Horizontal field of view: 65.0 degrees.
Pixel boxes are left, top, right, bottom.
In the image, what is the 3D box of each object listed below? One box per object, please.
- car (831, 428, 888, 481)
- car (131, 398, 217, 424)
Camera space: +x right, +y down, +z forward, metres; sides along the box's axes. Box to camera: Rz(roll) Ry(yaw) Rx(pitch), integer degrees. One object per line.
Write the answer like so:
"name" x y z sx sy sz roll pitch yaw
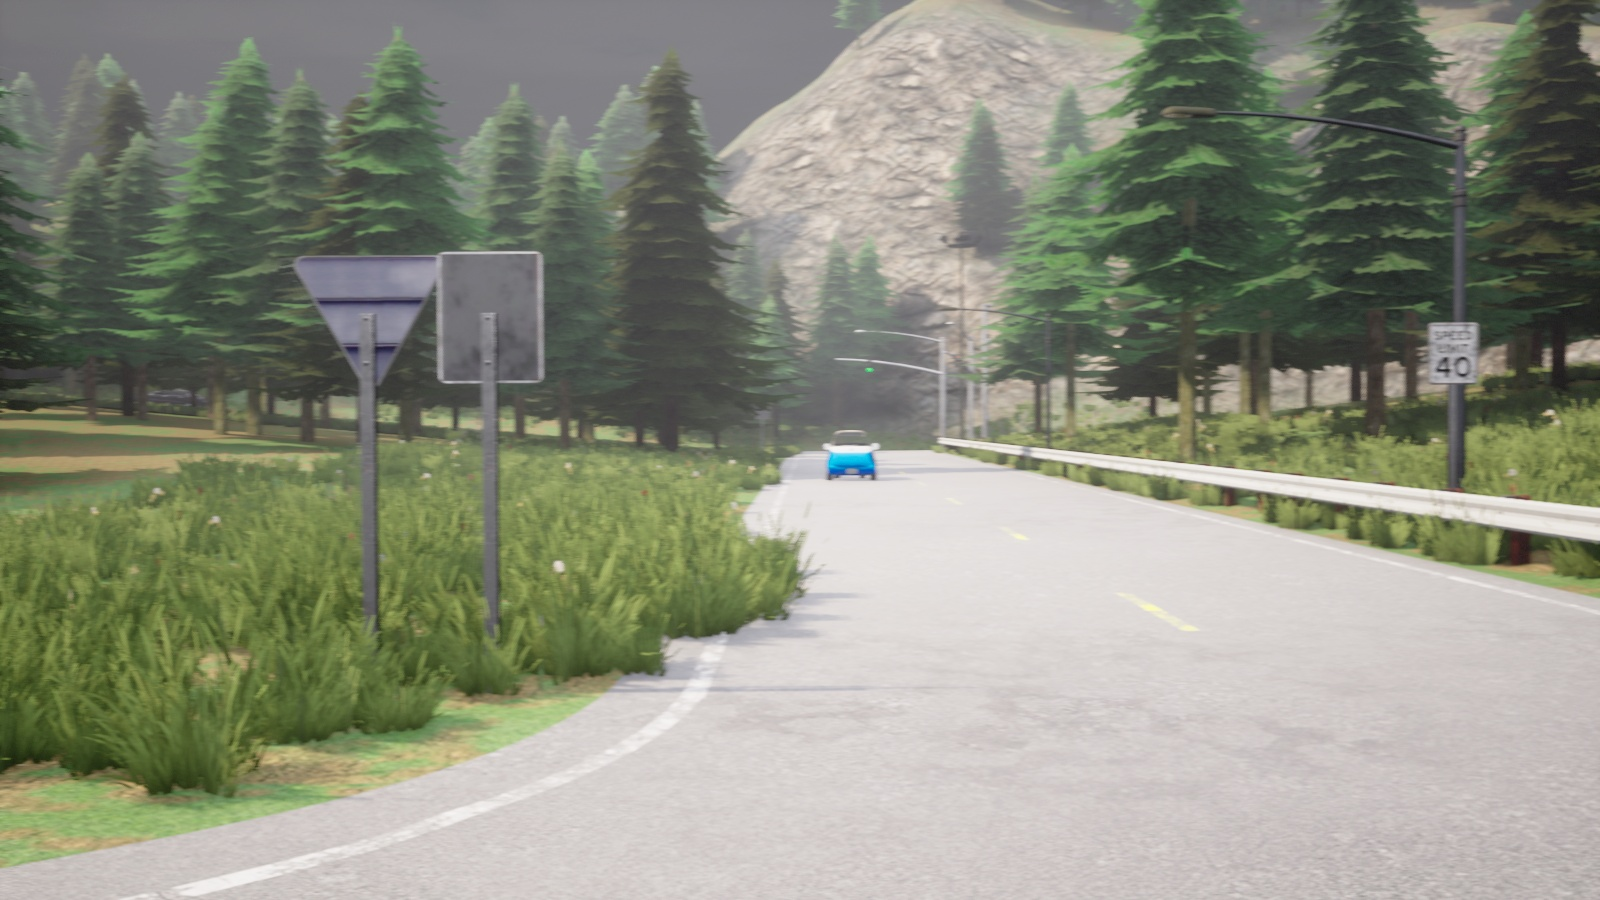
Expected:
"car" 1.628 0.109 34.764 1.481 1.376 2.207 -1 1 1
"car" -42.418 -2.627 85.139 4.892 1.490 1.837 3 0 -16
